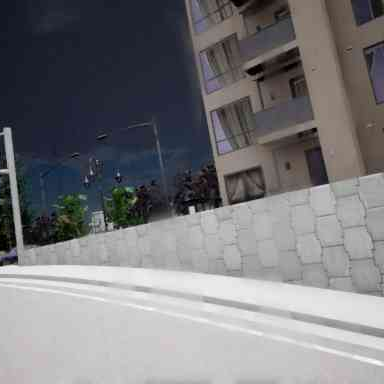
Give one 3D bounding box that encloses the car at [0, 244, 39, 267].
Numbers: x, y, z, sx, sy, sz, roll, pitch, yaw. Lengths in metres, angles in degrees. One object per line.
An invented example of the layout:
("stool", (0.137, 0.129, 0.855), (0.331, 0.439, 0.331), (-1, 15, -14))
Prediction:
("car", (-15.561, 5.661, 29.615), (2.097, 1.767, 4.553), (-15, -9, 35))
